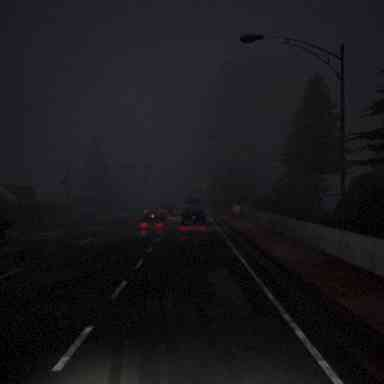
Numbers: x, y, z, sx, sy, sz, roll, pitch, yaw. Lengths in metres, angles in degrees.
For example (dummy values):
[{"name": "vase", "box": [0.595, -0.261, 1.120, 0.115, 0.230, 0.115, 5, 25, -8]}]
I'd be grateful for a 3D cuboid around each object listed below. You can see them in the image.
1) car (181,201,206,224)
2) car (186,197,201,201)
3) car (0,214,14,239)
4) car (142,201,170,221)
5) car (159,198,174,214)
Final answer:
[{"name": "car", "box": [0.139, 1.771, 27.528, 1.882, 1.535, 5.008, 0, 0, 0]}, {"name": "car", "box": [0.171, 1.632, 38.750, 2.150, 2.045, 5.566, 0, -1, 1]}, {"name": "car", "box": [-10.478, 1.728, 15.902, 1.837, 1.490, 4.892, 0, -1, 0]}, {"name": "car", "box": [-3.373, 1.853, 30.801, 1.812, 1.442, 4.674, 0, -1, 0]}, {"name": "car", "box": [-3.340, 1.924, 41.982, 1.882, 1.535, 5.008, 0, -1, 0]}]
